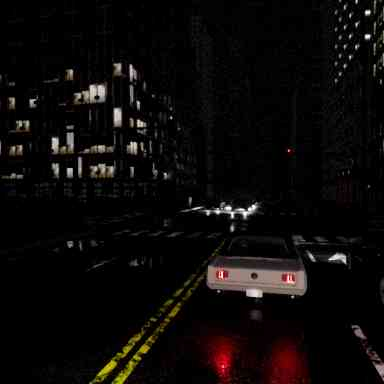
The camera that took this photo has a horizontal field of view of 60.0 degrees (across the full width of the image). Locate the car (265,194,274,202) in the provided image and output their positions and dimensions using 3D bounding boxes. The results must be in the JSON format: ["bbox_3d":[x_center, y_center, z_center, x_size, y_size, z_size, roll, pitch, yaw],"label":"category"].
[{"bbox_3d":[16.459,1.530,70.823,1.895,1.301,4.718,0,0,13],"label":"car"}]

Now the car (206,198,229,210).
[{"bbox_3d":[3.151,1.524,43.182,2.033,1.411,5.357,0,0,13],"label":"car"}]

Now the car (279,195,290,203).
[{"bbox_3d":[19.520,1.474,69.640,2.033,1.411,5.357,0,0,13],"label":"car"}]

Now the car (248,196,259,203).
[{"bbox_3d":[12.863,1.485,69.737,2.033,1.411,5.357,0,0,13],"label":"car"}]

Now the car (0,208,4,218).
[{"bbox_3d":[-17.310,1.434,26.693,4.313,1.339,1.947,1,1,14],"label":"car"}]

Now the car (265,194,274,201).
[{"bbox_3d":[18.750,1.286,80.526,2.128,1.511,4.902,0,0,13],"label":"car"}]

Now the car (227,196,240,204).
[{"bbox_3d":[7.923,1.460,63.175,1.837,1.490,4.892,0,0,14],"label":"car"}]

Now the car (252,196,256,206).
[{"bbox_3d":[8.043,1.460,49.739,2.128,1.511,4.902,0,0,13],"label":"car"}]

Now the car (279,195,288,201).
[{"bbox_3d":[21.920,1.355,79.808,1.895,1.301,4.718,0,0,13],"label":"car"}]

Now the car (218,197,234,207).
[{"bbox_3d":[5.485,1.567,53.048,1.895,1.301,4.718,0,0,13],"label":"car"}]

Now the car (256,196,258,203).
[{"bbox_3d":[10.386,1.559,59.544,1.895,1.301,4.718,0,0,14],"label":"car"}]

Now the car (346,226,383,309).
[{"bbox_3d":[4.838,1.501,7.449,1.837,1.490,4.892,0,0,13],"label":"car"}]

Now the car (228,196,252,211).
[{"bbox_3d":[5.918,1.503,40.739,1.812,1.442,4.674,0,0,13],"label":"car"}]

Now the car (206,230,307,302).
[{"bbox_3d":[1.709,1.597,8.353,1.895,1.301,4.718,0,0,14],"label":"car"}]
